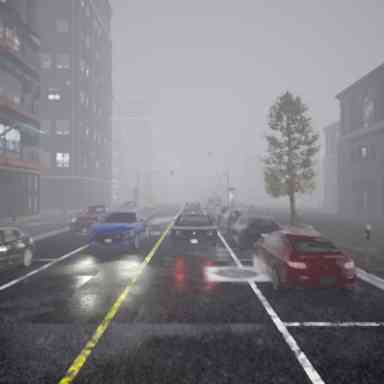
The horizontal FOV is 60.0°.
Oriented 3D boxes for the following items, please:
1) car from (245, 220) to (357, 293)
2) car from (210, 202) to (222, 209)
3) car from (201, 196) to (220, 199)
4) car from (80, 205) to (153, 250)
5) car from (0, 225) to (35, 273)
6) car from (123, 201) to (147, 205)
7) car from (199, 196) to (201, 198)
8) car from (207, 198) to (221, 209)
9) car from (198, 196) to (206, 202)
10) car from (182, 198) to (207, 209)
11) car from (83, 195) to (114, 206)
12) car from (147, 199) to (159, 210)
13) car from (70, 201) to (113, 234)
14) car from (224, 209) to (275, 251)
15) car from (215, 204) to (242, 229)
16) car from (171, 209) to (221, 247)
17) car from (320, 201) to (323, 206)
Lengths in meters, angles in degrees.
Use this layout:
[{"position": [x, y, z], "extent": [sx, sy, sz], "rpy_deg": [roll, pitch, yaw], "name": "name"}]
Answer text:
[{"position": [2.688, 1.617, 8.650], "extent": [1.802, 1.307, 4.206], "rpy_deg": [0, 0, 0], "name": "car"}, {"position": [2.685, 1.679, 25.267], "extent": [1.947, 1.339, 4.313], "rpy_deg": [0, 0, 0], "name": "car"}, {"position": [2.682, 1.509, 41.887], "extent": [2.192, 1.841, 5.009], "rpy_deg": [0, 0, 0], "name": "car"}, {"position": [-3.104, 1.541, 14.848], "extent": [1.882, 1.535, 5.008], "rpy_deg": [0, 0, 0], "name": "car"}, {"position": [-5.692, 1.586, 8.649], "extent": [2.008, 1.369, 4.403], "rpy_deg": [0, 0, 0], "name": "car"}, {"position": [-5.697, 1.580, 30.806], "extent": [1.967, 1.590, 4.097], "rpy_deg": [0, 0, 0], "name": "car"}, {"position": [2.672, 1.984, 85.377], "extent": [2.008, 1.369, 4.403], "rpy_deg": [0, 0, 0], "name": "car"}, {"position": [2.683, 1.693, 36.517], "extent": [1.752, 1.417, 4.829], "rpy_deg": [0, 0, 0], "name": "car"}, {"position": [2.671, 1.910, 91.074], "extent": [1.967, 1.590, 4.097], "rpy_deg": [0, 0, 0], "name": "car"}, {"position": [0.090, 1.638, 32.191], "extent": [2.128, 1.511, 4.902], "rpy_deg": [0, 0, 0], "name": "car"}, {"position": [-17.286, 1.553, 61.657], "extent": [5.009, 1.841, 2.192], "rpy_deg": [0, 0, 0], "name": "car"}, {"position": [-5.701, 1.745, 47.255], "extent": [1.752, 1.417, 4.829], "rpy_deg": [0, 0, 0], "name": "car"}, {"position": [-5.695, 1.527, 19.727], "extent": [1.967, 1.590, 4.097], "rpy_deg": [0, 0, 0], "name": "car"}, {"position": [2.687, 1.626, 14.190], "extent": [1.947, 1.339, 4.313], "rpy_deg": [0, 0, 0], "name": "car"}, {"position": [2.686, 1.637, 19.728], "extent": [2.008, 1.369, 4.403], "rpy_deg": [0, 0, 0], "name": "car"}, {"position": [0.094, 1.666, 15.378], "extent": [1.895, 1.301, 4.718], "rpy_deg": [0, 0, 0], "name": "car"}, {"position": [26.138, 1.960, 61.920], "extent": [4.507, 1.381, 1.887], "rpy_deg": [0, -1, 0], "name": "car"}]
